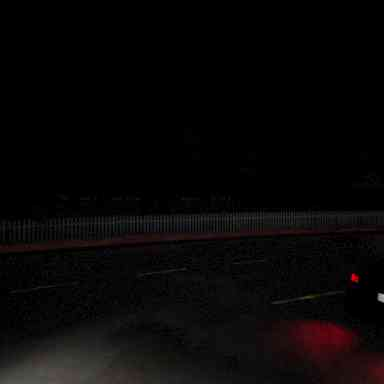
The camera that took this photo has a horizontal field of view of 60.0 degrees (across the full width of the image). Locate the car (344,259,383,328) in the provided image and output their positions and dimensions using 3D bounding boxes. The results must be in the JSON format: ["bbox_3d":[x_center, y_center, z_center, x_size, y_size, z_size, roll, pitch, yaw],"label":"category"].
[{"bbox_3d":[4.740,1.566,5.743,4.181,1.385,1.994,0,0,-24],"label":"car"}]
